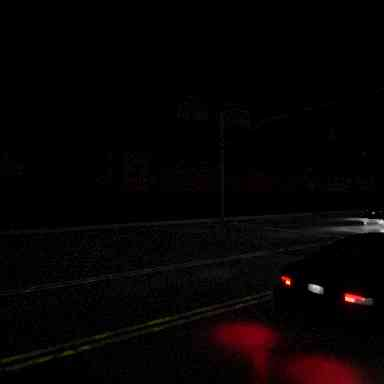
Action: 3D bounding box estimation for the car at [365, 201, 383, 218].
[{"bbox_3d":[16.998,1.502,29.010,4.892,1.490,1.837,0,0,-35],"label":"car"}]

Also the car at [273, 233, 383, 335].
[{"bbox_3d":[3.967,1.547,6.600,5.357,1.411,2.033,0,0,-35],"label":"car"}]

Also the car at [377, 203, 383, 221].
[{"bbox_3d":[15.396,1.600,23.569,4.718,1.301,1.895,0,0,-35],"label":"car"}]
